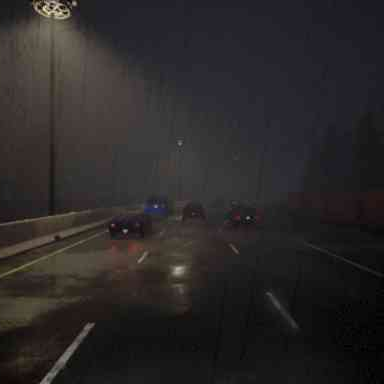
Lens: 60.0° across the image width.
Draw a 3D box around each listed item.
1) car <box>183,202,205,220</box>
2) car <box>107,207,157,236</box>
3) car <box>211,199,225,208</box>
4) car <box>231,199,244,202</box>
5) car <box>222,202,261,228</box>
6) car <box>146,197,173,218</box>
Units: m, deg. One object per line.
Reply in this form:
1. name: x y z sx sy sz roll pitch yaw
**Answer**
1. car: 0.211 1.704 30.906 1.882 1.535 5.008 0 0 2
2. car: -3.406 1.743 19.268 1.895 1.301 4.718 0 0 0
3. car: 4.717 1.928 57.891 1.837 1.490 4.892 -2 -1 20
4. car: 7.446 1.889 54.530 2.128 1.511 4.902 -1 0 17
5. car: 3.596 1.722 23.824 2.033 1.411 5.357 0 0 0
6. car: -3.191 1.467 33.207 2.150 2.045 5.566 0 0 3
